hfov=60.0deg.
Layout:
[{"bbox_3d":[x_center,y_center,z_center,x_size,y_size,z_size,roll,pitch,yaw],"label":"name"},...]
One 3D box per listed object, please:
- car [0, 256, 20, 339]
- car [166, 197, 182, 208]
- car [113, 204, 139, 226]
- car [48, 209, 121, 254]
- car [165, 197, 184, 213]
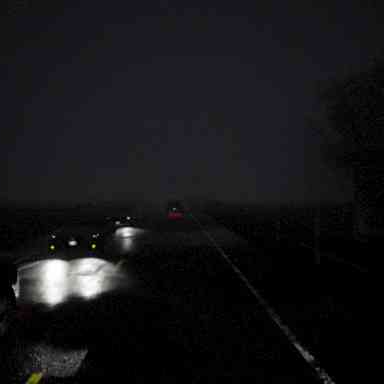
[{"bbox_3d":[-3.755,1.538,3.725,2.128,1.511,4.902,-1,0,-3],"label":"car"},{"bbox_3d":[-2.689,1.535,49.419,2.128,1.511,4.902,-1,0,-4],"label":"car"},{"bbox_3d":[-4.932,1.610,24.258,2.033,1.411,5.357,-1,0,-3],"label":"car"},{"bbox_3d":[-4.339,1.618,13.703,1.994,1.385,4.181,-1,0,-4],"label":"car"},{"bbox_3d":[-2.057,1.537,38.400,1.837,1.490,4.892,-1,0,-3],"label":"car"}]
